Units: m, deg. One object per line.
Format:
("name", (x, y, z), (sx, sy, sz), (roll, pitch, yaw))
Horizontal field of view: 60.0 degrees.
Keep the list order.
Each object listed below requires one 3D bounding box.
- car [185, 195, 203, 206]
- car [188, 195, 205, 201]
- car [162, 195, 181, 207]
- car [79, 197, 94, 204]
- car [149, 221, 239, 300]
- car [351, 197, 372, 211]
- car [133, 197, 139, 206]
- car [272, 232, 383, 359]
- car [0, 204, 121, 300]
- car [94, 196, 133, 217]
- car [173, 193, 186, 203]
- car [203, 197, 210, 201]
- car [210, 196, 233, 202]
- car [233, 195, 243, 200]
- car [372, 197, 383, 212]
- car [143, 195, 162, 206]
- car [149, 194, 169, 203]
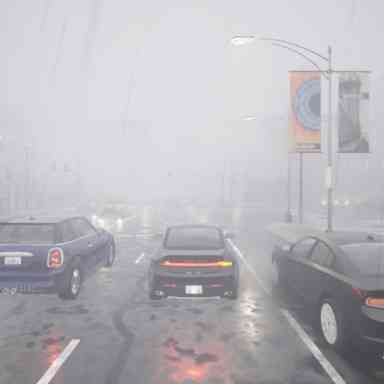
("car", (0.414, 1.545, 55.713), (2.033, 1.411, 5.357), (0, 0, 2))
("car", (1.169, 1.520, 81.971), (1.812, 1.442, 4.674), (0, 0, 40))
("car", (-3.219, 1.561, 51.845), (1.994, 1.385, 4.181), (0, 0, -7))
("car", (-10.637, 1.350, 35.205), (2.097, 1.767, 4.553), (0, 0, 0))
("car", (0.049, 1.504, 8.394), (1.837, 1.490, 4.892), (0, 0, 0))
("car", (21.836, 1.350, 40.491), (4.553, 1.767, 2.097), (0, 0, -1))
("car", (-10.168, 1.561, 54.847), (1.994, 1.385, 4.181), (0, 0, 5))
("car", (2.892, 1.479, 6.235), (2.097, 1.535, 5.008), (0, 0, 0))
("car", (-3.450, 1.352, 8.577), (2.097, 1.767, 4.553), (0, 0, 0))
("car", (-7.141, 1.350, 30.795), (2.097, 1.767, 4.553), (0, 0, 0))
("car", (-2.882, 1.221, 69.479), (2.150, 2.045, 5.566), (0, 0, 23))
("car", (5.122, 1.591, 81.114), (1.895, 1.301, 4.718), (0, 0, 43))
("car", (6.835, 1.549, 77.812), (1.994, 1.385, 4.181), (0, 0, 43))
("car", (12.606, 1.519, 91.501), (4.902, 1.511, 2.128), (0, 0, -37))
("car", (23.103, 1.350, 37.002), (4.553, 1.767, 2.097), (0, 0, -1))
("car", (-6.715, 1.544, 55.910), (2.033, 1.411, 5.357), (0, 0, 7))
("car", (-6.852, 1.352, 69.201), (2.097, 1.767, 4.553), (0, 0, 23))
